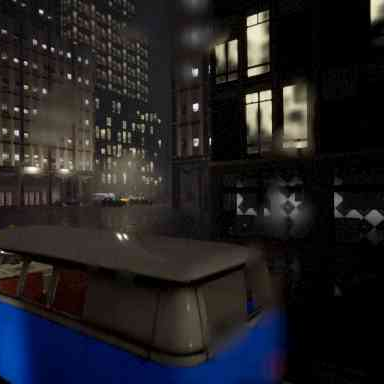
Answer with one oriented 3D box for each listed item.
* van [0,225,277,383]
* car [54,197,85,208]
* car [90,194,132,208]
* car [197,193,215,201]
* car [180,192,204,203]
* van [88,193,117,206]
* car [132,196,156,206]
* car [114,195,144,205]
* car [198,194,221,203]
[{"bbox_3d":[-1.082,1.342,3.662,3.998,1.788,1.690,0,-1,36],"label":"van"},{"bbox_3d":[-16.895,1.407,45.973,1.947,1.339,4.313,0,0,36],"label":"car"},{"bbox_3d":[-10.110,1.270,41.056,1.887,1.381,4.507,0,0,36],"label":"car"},{"bbox_3d":[3.097,1.020,73.278,1.967,1.590,4.097,0,0,36],"label":"car"},{"bbox_3d":[-0.120,0.912,54.702,2.192,1.841,5.009,0,0,36],"label":"car"},{"bbox_3d":[-13.565,1.139,50.523,1.690,1.788,3.998,0,0,36],"label":"van"},{"bbox_3d":[-6.779,1.233,45.605,2.008,1.369,4.403,0,0,36],"label":"car"},{"bbox_3d":[-10.331,1.282,54.937,1.752,1.417,4.829,0,0,36],"label":"car"},{"bbox_3d":[3.213,1.104,59.252,2.008,1.369,4.403,0,0,36],"label":"car"}]
